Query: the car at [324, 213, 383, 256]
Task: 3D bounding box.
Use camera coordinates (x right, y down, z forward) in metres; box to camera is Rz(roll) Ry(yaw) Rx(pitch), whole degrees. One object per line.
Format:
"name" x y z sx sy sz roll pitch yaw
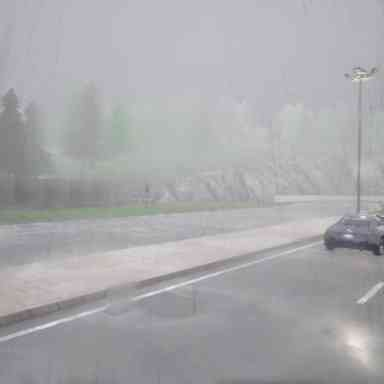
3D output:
"car" 6.934 1.566 13.451 1.994 1.385 4.181 1 1 41
